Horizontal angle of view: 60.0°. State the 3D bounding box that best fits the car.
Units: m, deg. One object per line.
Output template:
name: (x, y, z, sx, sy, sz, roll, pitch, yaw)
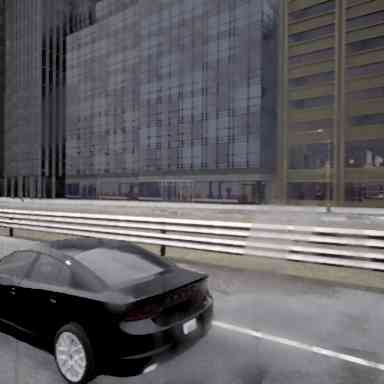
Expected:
car: (-2.047, 1.496, 5.451, 5.008, 1.535, 1.882, -1, 0, 35)
